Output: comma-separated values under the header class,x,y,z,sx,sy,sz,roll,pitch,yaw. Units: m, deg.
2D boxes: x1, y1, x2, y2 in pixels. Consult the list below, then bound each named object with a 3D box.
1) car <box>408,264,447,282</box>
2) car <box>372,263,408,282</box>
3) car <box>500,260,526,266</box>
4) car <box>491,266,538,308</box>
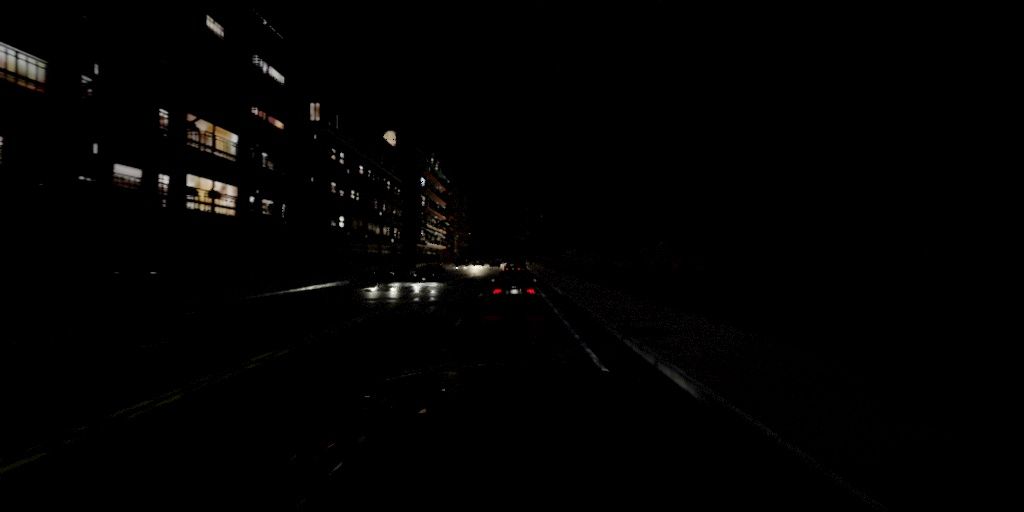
class,x,y,z,sx,sy,sz,roll,pitch,yaw
car,-6.605,1.352,29.479,2.033,1.411,5.357,0,0,0
car,-9.851,1.283,29.651,1.882,1.535,5.008,0,0,0
car,0.091,1.368,38.246,2.033,1.411,5.357,0,0,0
car,0.084,1.326,15.319,2.033,1.411,5.357,0,0,0
